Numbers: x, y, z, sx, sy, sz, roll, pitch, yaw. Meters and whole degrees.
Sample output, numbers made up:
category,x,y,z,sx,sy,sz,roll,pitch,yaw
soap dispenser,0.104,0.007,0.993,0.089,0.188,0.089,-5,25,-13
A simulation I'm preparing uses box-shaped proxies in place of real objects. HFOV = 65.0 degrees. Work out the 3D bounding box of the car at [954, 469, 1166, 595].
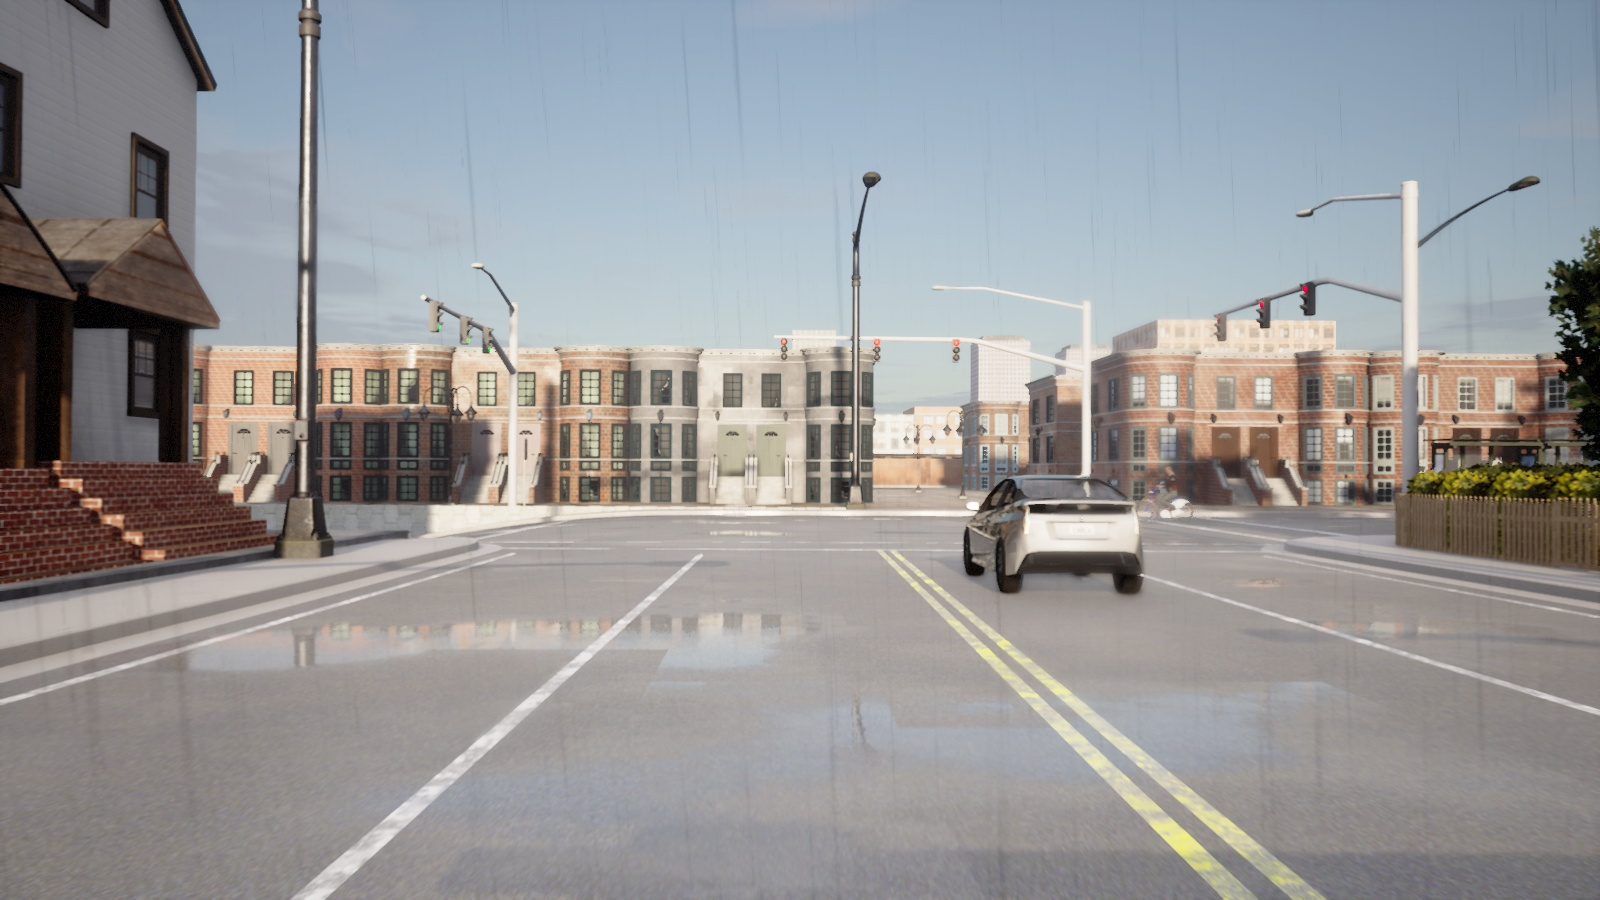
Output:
category,x,y,z,sx,sy,sz,roll,pitch,yaw
car,3.457,1.039,17.597,2.007,1.525,4.514,0,-1,0

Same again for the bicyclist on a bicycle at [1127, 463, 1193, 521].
category,x,y,z,sx,sy,sz,roll,pitch,yaw
bicyclist on a bicycle,11.021,1.278,38.468,1.843,1.776,0.659,0,-1,0
